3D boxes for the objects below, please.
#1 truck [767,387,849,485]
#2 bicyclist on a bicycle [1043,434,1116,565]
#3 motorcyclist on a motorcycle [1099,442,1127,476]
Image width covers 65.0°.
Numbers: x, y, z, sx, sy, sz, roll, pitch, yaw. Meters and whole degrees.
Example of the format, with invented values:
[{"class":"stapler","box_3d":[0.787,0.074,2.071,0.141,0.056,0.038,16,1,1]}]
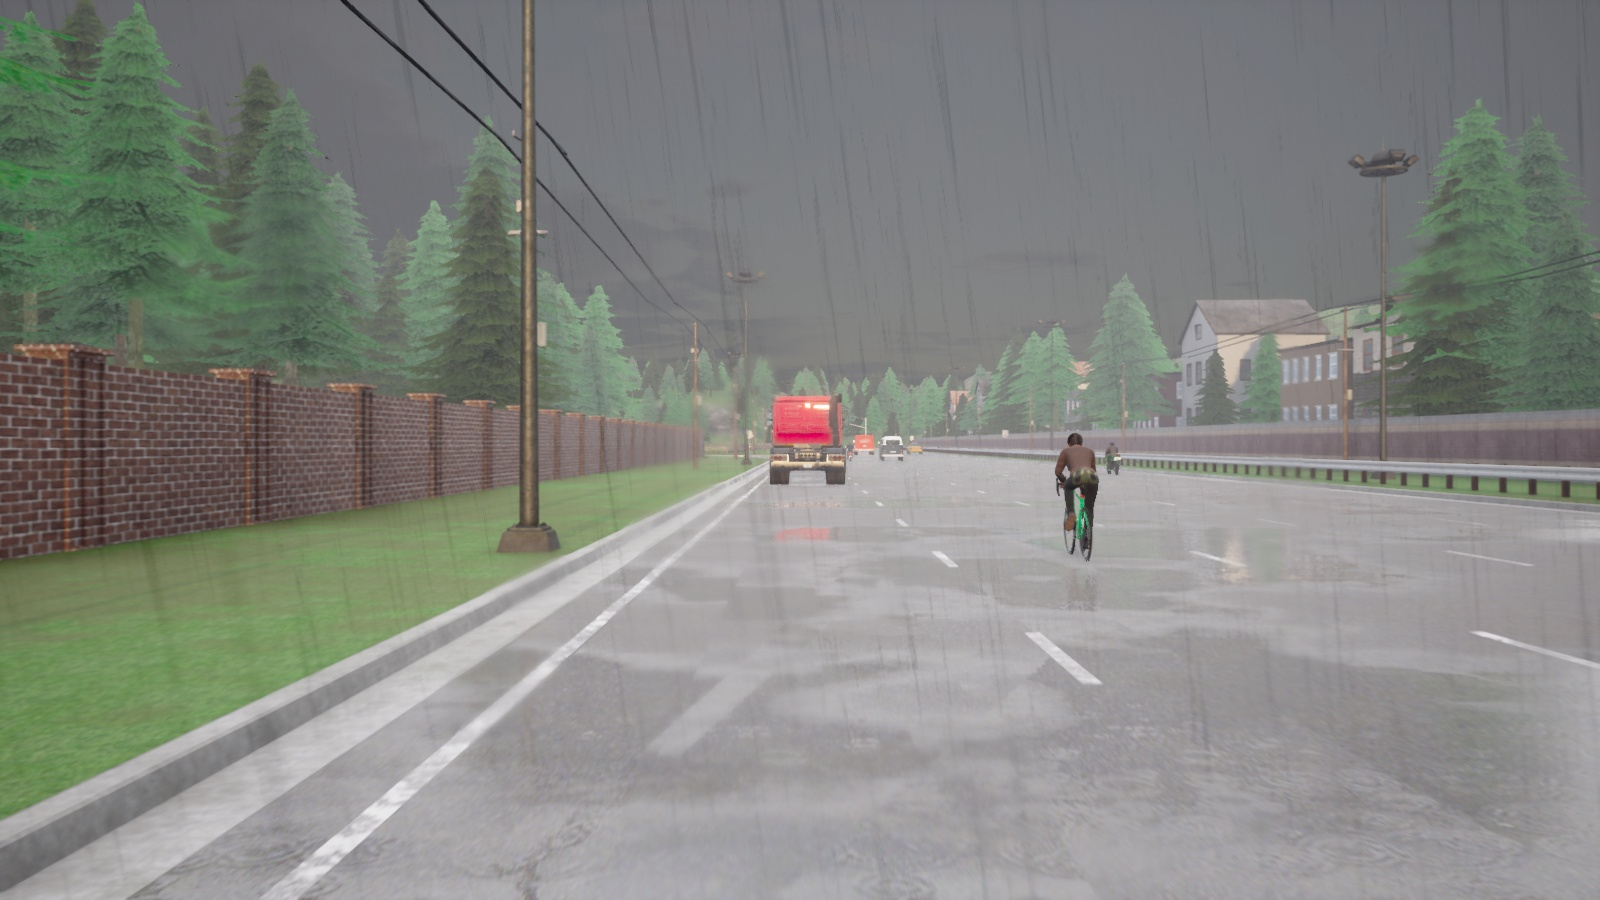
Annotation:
[{"class":"truck","box_3d":[0.291,-0.507,48.214,2.891,3.462,7.936,0,0,0]},{"class":"bicyclist on a bicycle","box_3d":[3.609,0.610,16.325,0.582,1.620,1.656,0,0,0]},{"class":"motorcyclist on a motorcycle","box_3d":[14.345,0.415,57.631,0.797,1.523,2.044,0,0,0]}]
